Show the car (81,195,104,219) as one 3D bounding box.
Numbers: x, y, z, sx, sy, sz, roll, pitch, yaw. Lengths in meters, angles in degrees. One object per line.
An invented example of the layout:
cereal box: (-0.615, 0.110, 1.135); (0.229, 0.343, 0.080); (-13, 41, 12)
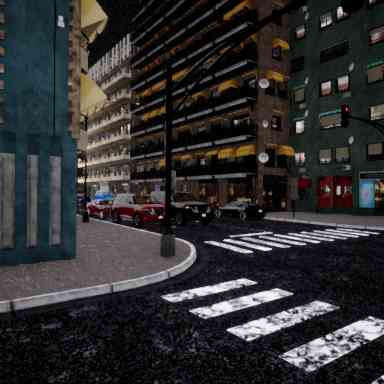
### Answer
car: (-6.461, 1.182, 24.838); (1.887, 1.381, 4.507); (2, 0, -36)

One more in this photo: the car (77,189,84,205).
car: (-14.330, 0.633, 40.172); (2.150, 2.045, 5.566); (1, 1, -36)

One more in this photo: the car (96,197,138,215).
car: (-6.744, 1.201, 29.635); (1.895, 1.301, 4.718); (1, 0, -36)

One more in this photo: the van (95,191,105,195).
van: (-12.688, 0.726, 47.776); (1.690, 1.788, 3.998); (2, 0, -36)

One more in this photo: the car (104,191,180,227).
car: (-3.192, 1.033, 20.322); (2.192, 1.841, 5.009); (2, 0, -36)

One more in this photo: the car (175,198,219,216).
car: (0.354, 1.288, 29.713); (1.802, 1.307, 4.206); (2, 0, -36)

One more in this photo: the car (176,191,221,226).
car: (-0.920, 0.966, 21.572); (2.150, 2.045, 5.566); (1, 0, -36)

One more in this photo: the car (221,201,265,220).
car: (3.616, 1.353, 25.197); (1.947, 1.339, 4.313); (2, 0, -36)

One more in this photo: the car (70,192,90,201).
car: (-19.216, 0.769, 56.806); (1.887, 1.381, 4.507); (2, 0, -36)

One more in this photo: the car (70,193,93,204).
car: (-15.985, 0.899, 47.817); (1.994, 1.385, 4.181); (1, 0, -35)
